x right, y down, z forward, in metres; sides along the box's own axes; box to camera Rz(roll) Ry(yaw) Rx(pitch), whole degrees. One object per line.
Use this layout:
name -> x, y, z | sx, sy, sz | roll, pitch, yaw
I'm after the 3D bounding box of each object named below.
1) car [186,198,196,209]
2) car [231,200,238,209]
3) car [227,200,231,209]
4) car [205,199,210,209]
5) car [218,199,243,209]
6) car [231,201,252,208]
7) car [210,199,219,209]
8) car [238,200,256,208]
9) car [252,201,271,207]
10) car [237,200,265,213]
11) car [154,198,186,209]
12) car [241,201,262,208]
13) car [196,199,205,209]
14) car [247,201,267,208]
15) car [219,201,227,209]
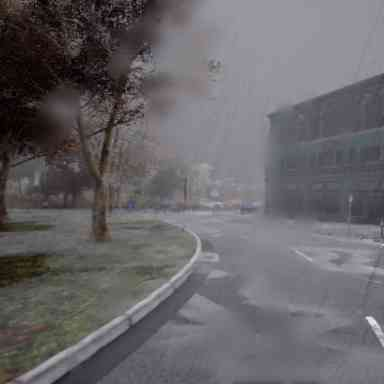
car -> -2.661, 2.105, 61.699 | 5.566, 2.045, 2.435 | 2, -1, 13
car -> 7.369, 3.051, 76.426 | 4.792, 1.488, 2.163 | 2, -1, 15
car -> 5.733, 2.809, 73.978 | 4.553, 1.767, 2.185 | 2, -1, 15
car -> 0.638, 2.480, 66.636 | 4.553, 1.767, 2.185 | 2, -2, 14
car -> 9.088, 2.850, 78.862 | 5.566, 2.045, 2.435 | 2, 0, 15
car -> 12.564, 3.231, 83.695 | 5.008, 1.535, 2.097 | 1, 0, 16
car -> 2.146, 2.716, 69.119 | 5.366, 1.575, 1.946 | 2, -1, 14
car -> 14.275, 3.159, 86.121 | 4.553, 1.767, 2.185 | 1, -1, 16
car -> 19.566, 3.447, 93.302 | 5.008, 1.535, 2.097 | 1, -1, 16
car -> 10.633, 2.705, 59.228 | 2.150, 2.045, 5.566 | 2, -1, 34
car -> -4.278, 2.234, 59.209 | 4.892, 1.521, 2.231 | 2, -1, 13
car -> 15.867, 3.332, 88.560 | 5.366, 1.575, 1.946 | 1, 0, 16
car -> -0.954, 2.232, 64.166 | 5.566, 2.045, 2.435 | 2, -2, 14
car -> 17.808, 3.392, 90.899 | 5.008, 1.535, 2.097 | 1, 0, 16
car -> 4.047, 2.584, 71.539 | 5.566, 2.045, 2.435 | 2, -2, 14
